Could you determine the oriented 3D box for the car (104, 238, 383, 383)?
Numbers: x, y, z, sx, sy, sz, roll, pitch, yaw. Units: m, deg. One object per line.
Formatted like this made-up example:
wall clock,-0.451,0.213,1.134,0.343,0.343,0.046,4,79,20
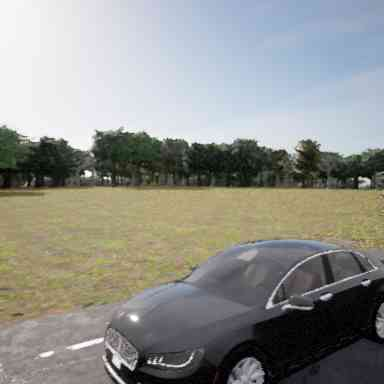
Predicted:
car,1.197,1.504,4.848,4.892,1.490,1.837,0,0,-36
